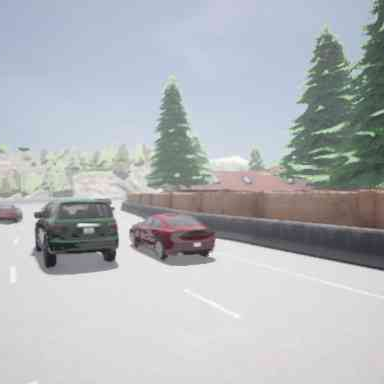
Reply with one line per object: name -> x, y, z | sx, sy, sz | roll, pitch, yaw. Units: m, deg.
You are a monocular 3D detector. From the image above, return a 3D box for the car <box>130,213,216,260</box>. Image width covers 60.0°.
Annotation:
car -> -0.958, 1.581, 13.122 | 1.882, 1.535, 5.008 | 1, 0, -28

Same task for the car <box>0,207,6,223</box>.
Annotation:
car -> -8.620, 1.553, 12.792 | 2.128, 1.511, 4.902 | 1, 0, -27

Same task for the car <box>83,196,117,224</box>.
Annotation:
car -> -7.792, 1.412, 27.876 | 2.150, 2.045, 5.566 | 0, 0, -21

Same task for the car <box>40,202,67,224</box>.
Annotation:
car -> -11.347, 1.672, 27.424 | 1.837, 1.490, 4.892 | 0, 0, -21

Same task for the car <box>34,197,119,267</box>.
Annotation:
car -> -4.331, 1.290, 12.074 | 2.150, 2.045, 5.566 | 1, -2, -30

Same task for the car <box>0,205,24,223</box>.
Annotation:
car -> -14.881, 1.708, 26.873 | 1.994, 1.385, 4.181 | 0, 0, -21
